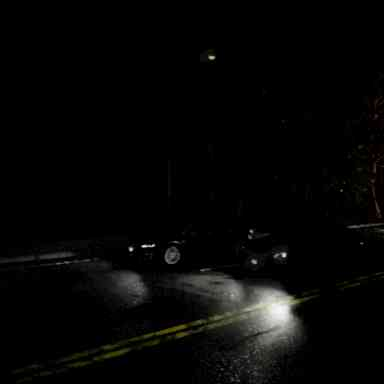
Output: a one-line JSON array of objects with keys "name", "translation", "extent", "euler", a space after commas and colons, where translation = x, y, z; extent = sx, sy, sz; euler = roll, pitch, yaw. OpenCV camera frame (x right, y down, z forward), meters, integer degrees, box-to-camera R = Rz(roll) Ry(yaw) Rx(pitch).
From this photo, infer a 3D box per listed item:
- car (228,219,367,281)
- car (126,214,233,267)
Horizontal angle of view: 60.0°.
[{"name": "car", "translation": [3.561, 1.601, 10.193], "extent": [4.674, 1.442, 1.812], "euler": [1, 0, -35]}, {"name": "car", "translation": [0.094, 1.561, 11.720], "extent": [4.892, 1.490, 1.837], "euler": [1, 0, -35]}]
